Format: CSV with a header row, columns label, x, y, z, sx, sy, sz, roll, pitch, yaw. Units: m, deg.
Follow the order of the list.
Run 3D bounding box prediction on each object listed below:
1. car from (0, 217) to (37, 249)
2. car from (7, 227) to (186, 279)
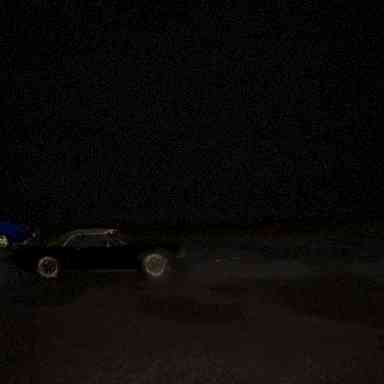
label,x,y,z,sx,sy,sz,roll,pitch,yaw
car,-10.526,2.080,16.995,5.008,1.535,1.882,-1,-4,1
car,-2.526,1.753,9.860,4.718,1.301,1.895,-1,-3,0
